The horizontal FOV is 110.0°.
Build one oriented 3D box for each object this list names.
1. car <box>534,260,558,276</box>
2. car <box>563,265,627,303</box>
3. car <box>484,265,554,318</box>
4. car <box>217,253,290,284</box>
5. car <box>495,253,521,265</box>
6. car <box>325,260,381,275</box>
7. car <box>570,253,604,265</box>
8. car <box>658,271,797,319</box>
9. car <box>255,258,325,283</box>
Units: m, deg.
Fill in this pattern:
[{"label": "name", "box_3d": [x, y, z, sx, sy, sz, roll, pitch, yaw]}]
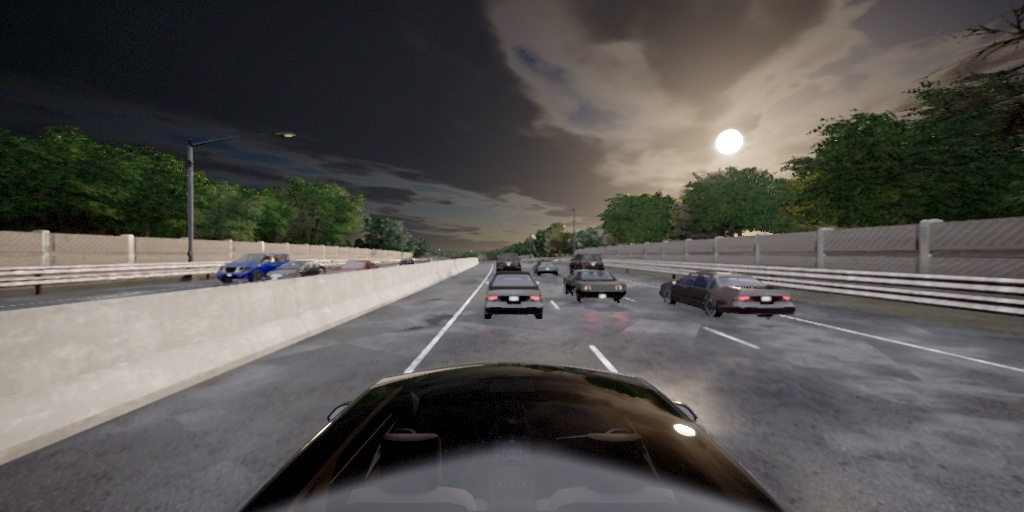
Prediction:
[{"label": "car", "box_3d": [3.113, 1.098, 33.801, 1.994, 1.385, 4.181, 0, 0, -2]}, {"label": "car", "box_3d": [3.483, 1.252, 16.103, 1.895, 1.301, 4.718, 0, 0, -1]}, {"label": "car", "box_3d": [0.029, 1.223, 12.504, 2.033, 1.411, 5.357, 0, 0, -1]}, {"label": "car", "box_3d": [-17.876, 0.815, 25.353, 2.150, 2.045, 5.566, 0, 0, -1]}, {"label": "car", "box_3d": [-0.342, 0.766, 32.285, 2.150, 2.045, 5.566, 0, 0, -2]}, {"label": "car", "box_3d": [-10.877, 1.070, 25.337, 1.882, 1.535, 5.008, 0, 0, -1]}, {"label": "car", "box_3d": [6.659, 0.765, 32.362, 2.150, 2.045, 5.566, 0, 0, -1]}, {"label": "car", "box_3d": [7.029, 1.222, 12.460, 2.033, 1.411, 5.357, 0, 0, -1]}, {"label": "car", "box_3d": [-14.354, 1.093, 24.133, 2.128, 1.511, 4.902, 0, 0, -1]}]
